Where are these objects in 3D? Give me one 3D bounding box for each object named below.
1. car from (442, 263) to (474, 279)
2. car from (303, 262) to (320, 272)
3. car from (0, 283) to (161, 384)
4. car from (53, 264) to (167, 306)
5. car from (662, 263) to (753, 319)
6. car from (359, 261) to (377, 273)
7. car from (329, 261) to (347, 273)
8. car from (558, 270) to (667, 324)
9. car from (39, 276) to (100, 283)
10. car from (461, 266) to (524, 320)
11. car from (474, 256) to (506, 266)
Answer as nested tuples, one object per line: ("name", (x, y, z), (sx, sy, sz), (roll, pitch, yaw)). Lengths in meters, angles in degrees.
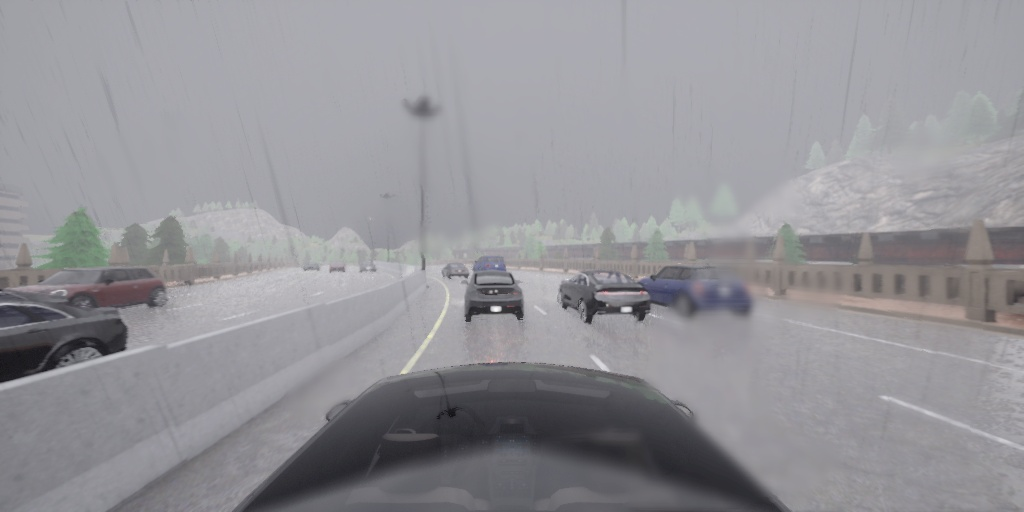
("car", (-5.294, 1.350, 33.122), (2.033, 1.411, 5.357), (0, 0, -19))
("car", (-29.277, 1.562, 52.526), (1.994, 1.385, 4.181), (0, 0, -25))
("car", (-7.272, 1.273, 3.905), (2.128, 1.511, 4.902), (0, 0, -2))
("car", (-15.028, 1.188, 12.766), (2.097, 1.767, 4.553), (0, 0, -8))
("car", (6.257, 1.081, 13.003), (2.097, 1.767, 4.553), (0, 0, -6))
("car", (-18.537, 1.403, 46.079), (2.128, 1.511, 4.902), (0, 0, -25))
("car", (-22.738, 1.422, 46.797), (1.882, 1.535, 5.008), (0, 0, -25))
("car", (2.863, 1.236, 12.088), (2.128, 1.511, 4.902), (0, 0, -5))
("car", (-10.856, 1.292, 6.099), (2.128, 1.511, 4.902), (0, 0, -4))
("car", (-0.714, 1.267, 12.644), (1.837, 1.490, 4.892), (0, 0, -6))
("car", (-2.267, 1.003, 34.960), (2.150, 2.045, 5.566), (0, 0, -19))
